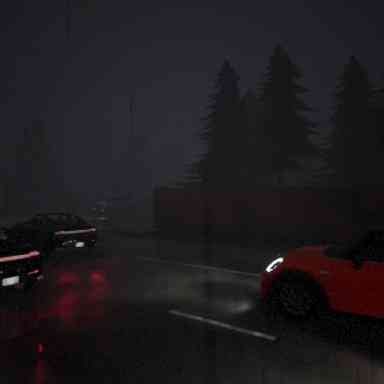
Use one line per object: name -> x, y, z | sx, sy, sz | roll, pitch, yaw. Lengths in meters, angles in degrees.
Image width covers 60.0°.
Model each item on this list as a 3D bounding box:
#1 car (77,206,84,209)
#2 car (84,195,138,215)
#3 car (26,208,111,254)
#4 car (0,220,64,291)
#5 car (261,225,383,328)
car -> -10.491, 1.746, 37.338 | 1.895, 1.301, 4.718 | 0, 0, 35
car -> -8.070, 1.350, 34.788 | 2.150, 2.045, 5.566 | 0, 0, 32
car -> -5.472, 1.549, 12.862 | 2.128, 1.511, 4.902 | 0, 0, -45
car -> -5.508, 1.535, 7.914 | 4.902, 1.511, 2.128 | 0, 0, 36
car -> 3.530, 1.354, 5.774 | 4.553, 1.767, 2.097 | 0, 0, 36
